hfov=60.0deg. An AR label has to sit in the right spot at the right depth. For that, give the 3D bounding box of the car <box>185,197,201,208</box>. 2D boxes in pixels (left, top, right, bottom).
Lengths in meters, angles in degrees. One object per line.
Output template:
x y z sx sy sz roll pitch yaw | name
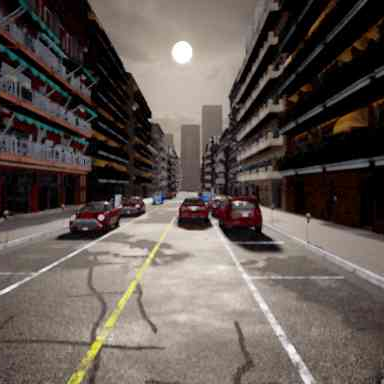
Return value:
0.107 1.270 41.817 1.895 1.301 4.718 0 0 0 | car

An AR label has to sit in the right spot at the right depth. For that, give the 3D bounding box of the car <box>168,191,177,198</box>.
-5.313 0.602 92.023 2.192 1.841 5.009 -1 0 0 | car

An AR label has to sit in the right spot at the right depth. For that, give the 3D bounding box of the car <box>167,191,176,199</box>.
-5.313 0.959 75.072 1.887 1.381 4.507 -1 0 0 | car

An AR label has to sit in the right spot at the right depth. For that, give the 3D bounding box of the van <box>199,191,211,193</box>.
2.562 0.886 57.974 1.690 1.788 3.998 -1 0 0 | van

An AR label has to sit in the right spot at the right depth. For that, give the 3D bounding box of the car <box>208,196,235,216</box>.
2.564 1.204 29.654 1.967 1.590 4.097 -1 0 0 | car

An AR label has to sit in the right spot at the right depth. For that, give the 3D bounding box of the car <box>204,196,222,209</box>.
2.562 1.221 40.983 1.887 1.381 4.507 -1 0 0 | car

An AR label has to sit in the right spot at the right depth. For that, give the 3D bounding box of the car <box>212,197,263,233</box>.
2.545 1.167 18.325 2.192 1.841 5.009 -1 0 0 | car

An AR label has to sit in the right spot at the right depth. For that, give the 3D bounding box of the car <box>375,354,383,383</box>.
2.524 1.539 1.334 2.008 1.369 4.403 -1 0 0 | car

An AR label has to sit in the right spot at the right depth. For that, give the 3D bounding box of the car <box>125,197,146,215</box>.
-5.321 1.202 29.863 1.967 1.590 4.097 -1 0 0 | car

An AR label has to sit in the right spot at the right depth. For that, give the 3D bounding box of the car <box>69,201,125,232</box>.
-5.323 1.290 18.561 1.967 1.590 4.097 -1 0 0 | car

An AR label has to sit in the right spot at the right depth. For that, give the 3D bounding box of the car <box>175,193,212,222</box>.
0.104 1.155 24.439 2.097 1.767 4.553 0 0 0 | car

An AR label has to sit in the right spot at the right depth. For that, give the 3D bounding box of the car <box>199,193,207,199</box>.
2.568 0.954 80.632 1.802 1.307 4.206 -1 0 0 | car

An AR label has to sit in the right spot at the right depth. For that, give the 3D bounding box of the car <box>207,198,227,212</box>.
2.562 1.302 35.319 1.802 1.307 4.206 -1 0 0 | car

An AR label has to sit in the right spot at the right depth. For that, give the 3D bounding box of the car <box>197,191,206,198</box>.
2.567 0.602 91.958 2.192 1.841 5.009 -1 0 0 | car

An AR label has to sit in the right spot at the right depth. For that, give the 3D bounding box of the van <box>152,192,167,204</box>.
-5.319 0.928 52.466 1.690 1.788 3.998 -1 0 0 | van
